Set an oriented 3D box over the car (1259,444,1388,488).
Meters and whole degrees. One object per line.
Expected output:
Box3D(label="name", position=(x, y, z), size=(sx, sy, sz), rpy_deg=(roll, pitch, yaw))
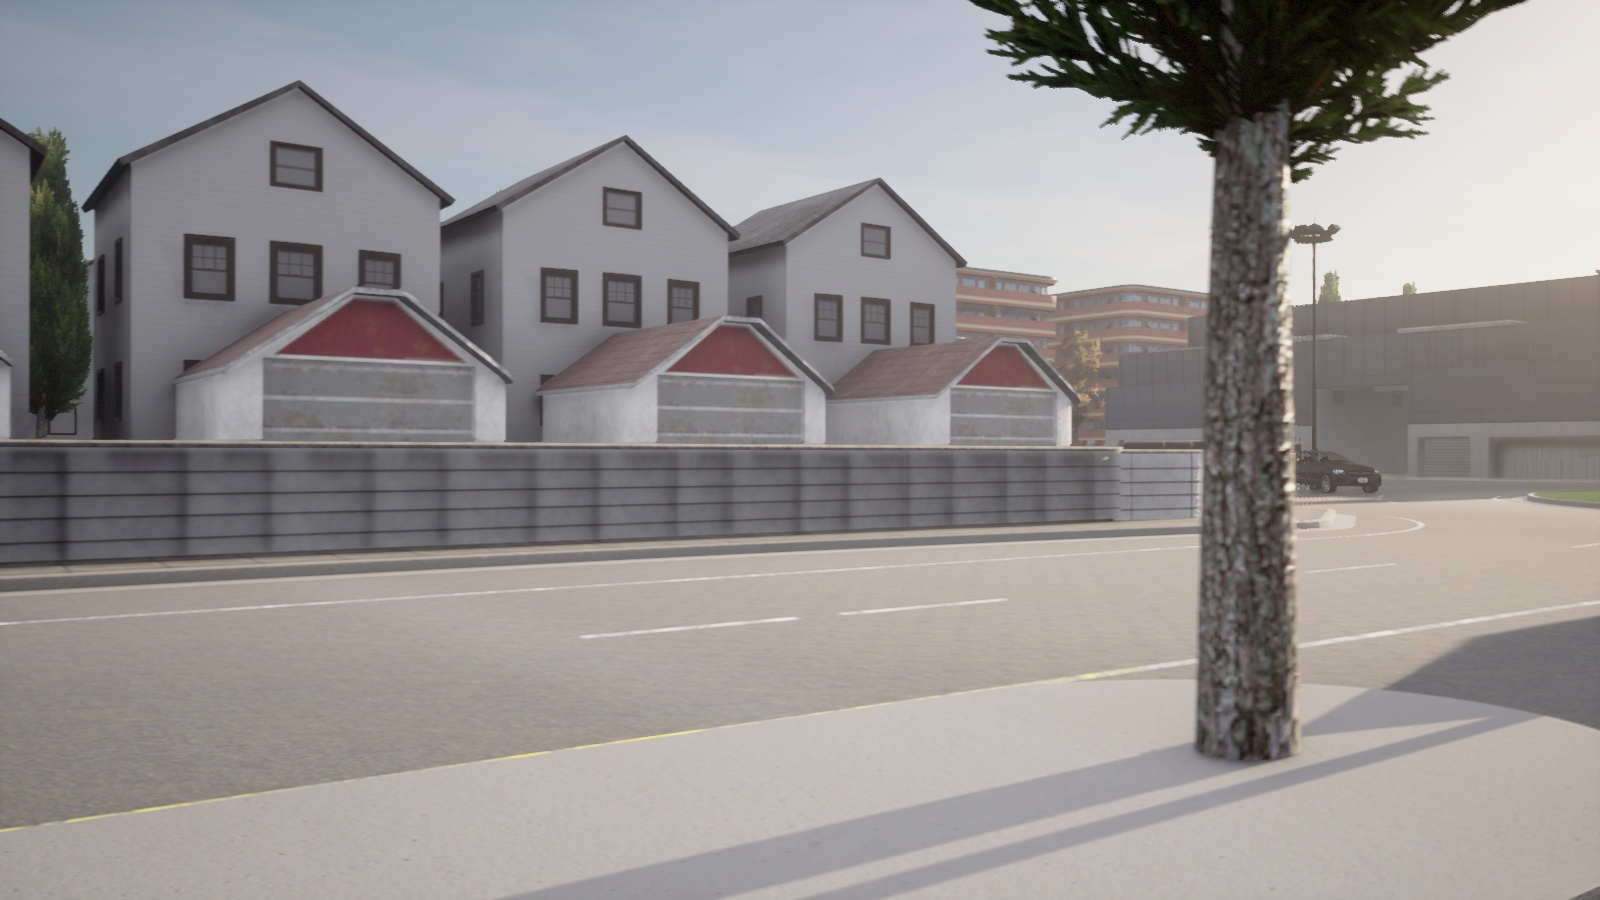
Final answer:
Box3D(label="car", position=(20.420, 0.601, 49.265), size=(2.152, 1.651, 5.027), rpy_deg=(0, 0, -13))
